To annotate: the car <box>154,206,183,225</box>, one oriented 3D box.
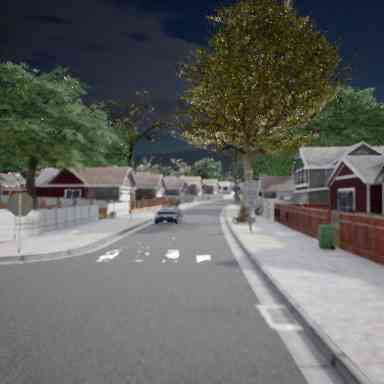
[{"bbox_3d":[-1.790,1.815,27.101,2.033,1.411,5.357,0,0,4],"label":"car"}]
